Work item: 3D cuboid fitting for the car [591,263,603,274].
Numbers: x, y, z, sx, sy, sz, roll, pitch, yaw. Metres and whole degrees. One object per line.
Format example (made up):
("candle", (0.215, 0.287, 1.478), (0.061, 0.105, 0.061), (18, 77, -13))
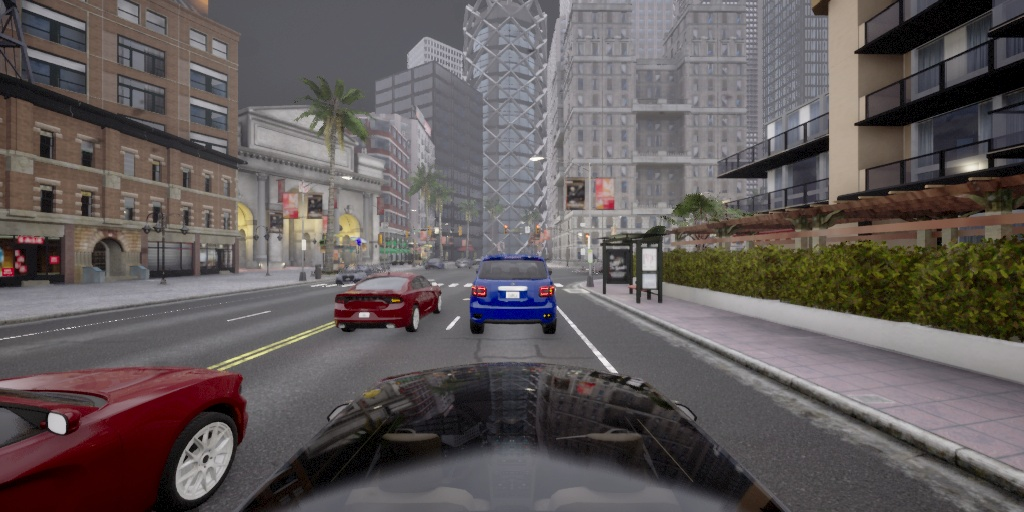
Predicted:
("car", (11.225, 1.297, 38.980), (5.357, 1.411, 2.033), (0, 0, -3))

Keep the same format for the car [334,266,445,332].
("car", (-3.441, 1.228, 10.873), (1.882, 1.535, 5.008), (0, 0, 0))

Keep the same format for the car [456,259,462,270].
("car", (-7.081, 1.241, 53.810), (2.128, 1.511, 4.902), (0, 0, 0))

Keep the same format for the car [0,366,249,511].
("car", (-3.390, 1.228, 1.294), (1.882, 1.535, 5.008), (0, 0, 0))

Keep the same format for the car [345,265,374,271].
("car", (-10.595, 1.314, 25.140), (1.994, 1.385, 4.181), (0, 0, 0))

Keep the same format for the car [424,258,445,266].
("car", (-10.586, 1.102, 49.338), (2.097, 1.767, 4.553), (0, 0, 0))

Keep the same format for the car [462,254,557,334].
("car", (0.054, 0.971, 10.763), (2.150, 2.045, 5.566), (0, 0, 1))
